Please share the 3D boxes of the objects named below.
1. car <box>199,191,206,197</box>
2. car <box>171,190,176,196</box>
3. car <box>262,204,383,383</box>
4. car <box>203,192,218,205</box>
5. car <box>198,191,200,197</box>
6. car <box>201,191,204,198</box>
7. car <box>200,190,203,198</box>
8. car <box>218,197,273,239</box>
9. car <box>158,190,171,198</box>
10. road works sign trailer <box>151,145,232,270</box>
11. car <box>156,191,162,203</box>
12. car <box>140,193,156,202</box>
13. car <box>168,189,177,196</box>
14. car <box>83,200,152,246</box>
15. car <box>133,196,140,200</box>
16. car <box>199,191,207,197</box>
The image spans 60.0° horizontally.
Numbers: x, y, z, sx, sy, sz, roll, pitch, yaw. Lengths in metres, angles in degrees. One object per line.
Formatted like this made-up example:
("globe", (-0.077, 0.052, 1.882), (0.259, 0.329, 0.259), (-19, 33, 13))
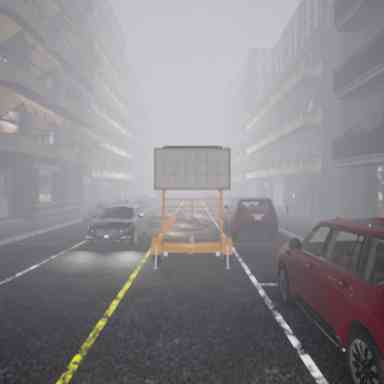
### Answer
("car", (2.754, 0.462, 88.927), (1.752, 1.417, 4.829), (-1, 1, 0))
("car", (-5.626, 0.489, 88.793), (2.008, 1.369, 4.403), (-1, 1, 0))
("car", (2.680, 1.256, 4.730), (2.192, 1.841, 5.009), (-1, 1, 0))
("car", (2.716, 0.995, 44.114), (1.752, 1.417, 4.829), (-1, 1, 0))
("car", (2.745, 0.637, 77.554), (1.947, 1.339, 4.313), (-1, 1, 0))
("car", (2.721, 0.970, 49.546), (1.947, 1.339, 4.313), (-1, 1, 0))
("car", (2.724, 0.778, 55.146), (1.967, 1.590, 4.097), (-1, 1, 0))
("car", (2.690, 1.122, 15.933), (2.192, 1.841, 5.009), (-1, 1, 0))
("car", (-5.653, 0.586, 60.782), (2.192, 1.841, 5.009), (-1, 1, 0))
("road works sign trailer", (0.012, 0.335, 10.571), (2.380, 3.560, 2.880), (0, 1, 1))
("car", (-5.659, 0.955, 49.581), (2.008, 1.369, 4.403), (-1, 1, 0))
("car", (-5.668, 1.089, 38.379), (2.008, 1.369, 4.403), (-1, 1, 0))
("car", (-5.625, 0.187, 94.392), (2.192, 1.841, 5.009), (-1, 1, 0))
("car", (-3.089, 1.330, 14.431), (1.837, 1.490, 4.892), (0, 1, 0))
("car", (-5.677, 1.254, 27.175), (1.802, 1.307, 4.206), (-1, 1, 0))
("car", (2.749, 0.556, 83.156), (2.008, 1.369, 4.403), (-1, 1, 0))
